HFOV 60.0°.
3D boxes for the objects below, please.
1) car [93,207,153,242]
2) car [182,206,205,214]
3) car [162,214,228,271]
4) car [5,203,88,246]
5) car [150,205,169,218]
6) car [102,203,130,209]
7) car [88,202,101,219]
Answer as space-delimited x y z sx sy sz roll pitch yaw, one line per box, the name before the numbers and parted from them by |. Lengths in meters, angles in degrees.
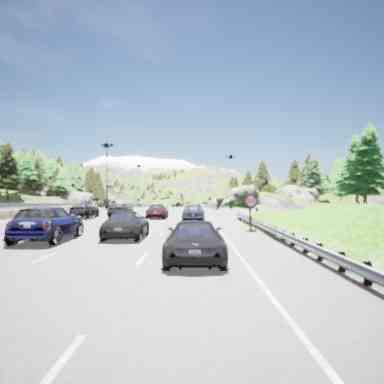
car | -3.404 1.705 17.315 1.994 1.385 4.181 0 -1 0
car | 0.122 1.817 27.422 2.033 1.411 5.357 0 -1 1
car | 0.089 1.655 11.285 1.994 1.385 4.181 0 0 0
car | -6.904 1.480 16.071 2.097 1.767 4.553 0 0 0
car | -3.401 1.926 32.926 1.994 1.385 4.181 0 -1 0
car | -6.901 1.833 32.361 2.128 1.511 4.902 0 -1 0
car | -10.401 1.827 32.348 2.128 1.511 4.902 0 -1 0
